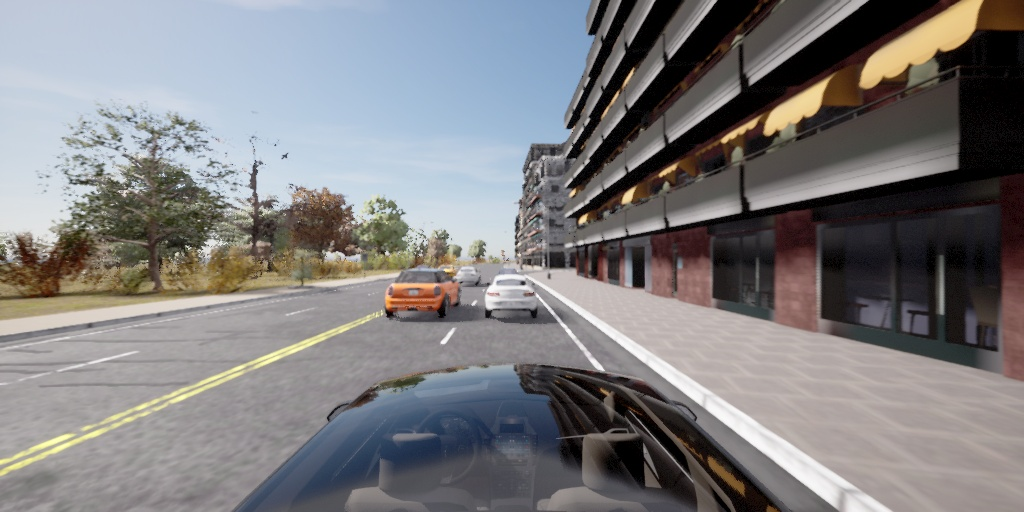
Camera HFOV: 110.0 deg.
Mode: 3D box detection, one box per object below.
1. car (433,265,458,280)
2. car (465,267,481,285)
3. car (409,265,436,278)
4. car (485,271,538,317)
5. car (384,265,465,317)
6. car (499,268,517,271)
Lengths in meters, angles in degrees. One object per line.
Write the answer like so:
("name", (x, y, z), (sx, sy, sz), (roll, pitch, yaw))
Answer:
("car", (-7.287, 1.736, 39.760), (1.882, 1.535, 5.008), (0, -1, -2))
("car", (-3.615, 1.649, 29.898), (1.812, 1.442, 4.674), (0, -1, -1))
("car", (-10.623, 1.852, 42.974), (2.033, 1.411, 5.357), (0, -1, -2))
("car", (-0.049, 1.435, 13.825), (1.812, 1.442, 4.674), (0, -1, -1))
("car", (-3.301, 1.264, 14.098), (2.097, 1.767, 4.553), (0, -1, 0))
("car", (-0.310, 1.633, 27.126), (2.033, 1.411, 5.357), (0, -1, -1))
